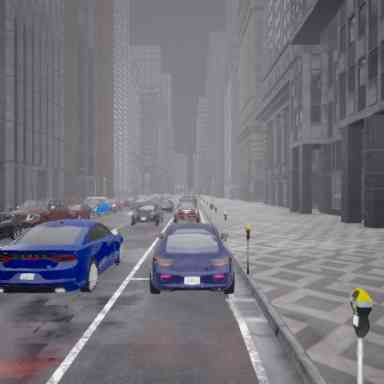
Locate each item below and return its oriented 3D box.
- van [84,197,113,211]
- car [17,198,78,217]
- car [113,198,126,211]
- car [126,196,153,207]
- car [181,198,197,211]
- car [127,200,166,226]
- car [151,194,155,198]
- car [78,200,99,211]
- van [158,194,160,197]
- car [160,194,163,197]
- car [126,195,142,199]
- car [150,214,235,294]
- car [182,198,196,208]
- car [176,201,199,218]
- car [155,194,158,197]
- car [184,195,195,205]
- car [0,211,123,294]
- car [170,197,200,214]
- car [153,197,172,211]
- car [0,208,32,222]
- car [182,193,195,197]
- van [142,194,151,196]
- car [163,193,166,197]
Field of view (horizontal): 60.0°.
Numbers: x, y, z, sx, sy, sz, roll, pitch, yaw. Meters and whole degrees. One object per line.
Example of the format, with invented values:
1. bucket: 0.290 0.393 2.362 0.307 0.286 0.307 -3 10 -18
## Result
1. van: -8.911 1.340 30.980 1.690 1.788 3.998 0 0 0
2. car: -8.911 1.314 19.706 2.192 1.841 5.009 0 0 0
3. car: -8.911 1.439 36.617 1.967 1.590 4.097 0 0 0
4. car: -6.219 1.524 39.845 1.812 1.442 4.674 0 0 0
5. car: -0.385 1.543 42.263 1.887 1.381 4.507 0 0 0
6. car: -3.076 1.525 23.362 1.812 1.442 4.674 0 0 0
7. car: -8.911 1.525 64.631 1.752 1.417 4.829 0 0 0
8. car: -8.910 1.544 25.344 1.887 1.381 4.507 0 0 0
9. van: -8.911 1.345 76.073 1.690 1.788 3.998 0 0 0
10. car: -8.911 1.446 81.710 1.967 1.590 4.097 0 0 0
11. car: -8.911 1.439 47.891 1.967 1.590 4.097 0 0 0
12. car: 0.003 1.525 8.651 1.812 1.442 4.674 0 0 0
13. car: -0.385 1.564 47.899 1.947 1.339 4.313 0 0 0
14. car: -0.385 1.565 30.990 1.947 1.339 4.313 0 0 0
15. car: -8.911 1.552 70.437 2.008 1.369 4.403 0 0 0
16. car: -0.386 1.439 59.171 1.967 1.590 4.097 0 0 0
17. car: -3.146 1.477 8.842 1.882 1.535 5.008 0 0 0
18. car: -0.386 1.439 25.353 1.967 1.590 4.097 0 0 0
19. car: -3.073 1.562 38.852 1.994 1.385 4.181 0 0 0
20. car: -8.910 1.565 14.070 1.947 1.339 4.313 0 0 0
21. car: -0.386 1.314 36.627 2.192 1.841 5.009 0 0 0
22. van: -8.911 1.340 59.164 1.690 1.788 3.998 0 0 0
23. car: -8.912 1.323 87.347 2.192 1.841 5.009 0 0 0
